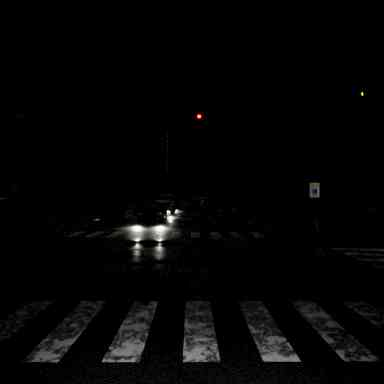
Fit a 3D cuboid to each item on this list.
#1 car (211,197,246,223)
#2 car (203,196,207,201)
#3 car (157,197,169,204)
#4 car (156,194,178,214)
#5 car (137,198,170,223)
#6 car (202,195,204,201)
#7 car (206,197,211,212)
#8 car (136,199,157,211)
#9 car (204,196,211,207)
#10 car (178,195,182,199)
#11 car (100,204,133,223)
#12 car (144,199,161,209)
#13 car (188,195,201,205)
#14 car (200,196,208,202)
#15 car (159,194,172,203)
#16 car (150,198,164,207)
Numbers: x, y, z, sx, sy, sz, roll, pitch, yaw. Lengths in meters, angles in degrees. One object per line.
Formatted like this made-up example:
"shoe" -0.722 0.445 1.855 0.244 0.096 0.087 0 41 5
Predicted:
"car" 2.869 1.325 25.239 2.192 1.841 5.009 0 0 0
"car" 2.964 1.585 47.065 2.008 1.369 4.403 0 0 0
"car" -5.490 1.634 63.466 1.802 1.307 4.206 0 0 0
"car" -2.947 1.243 35.736 2.150 2.045 5.566 0 0 0
"car" -2.992 1.489 25.670 1.882 1.535 5.008 0 0 0
"car" 2.988 1.480 52.521 1.967 1.590 4.097 0 0 0
"car" 2.916 1.588 36.152 1.947 1.339 4.313 0 0 0
"car" -5.585 1.579 41.638 2.008 1.369 4.403 0 0 0
"car" 2.940 1.579 41.608 2.008 1.369 4.403 0 0 0
"car" -2.892 1.524 46.180 2.128 1.511 4.902 0 0 0
"car" -5.656 1.576 25.267 1.947 1.339 4.313 0 0 0
"car" -5.561 1.616 47.095 1.802 1.307 4.206 0 0 0
"car" 0.348 1.611 58.859 1.994 1.385 4.181 0 0 1
"car" 2.682 1.573 75.896 1.837 1.490 4.892 0 0 0
"car" -5.466 1.374 68.923 2.192 1.841 5.009 0 0 0
"car" -5.537 1.622 52.552 1.802 1.307 4.206 0 0 0
